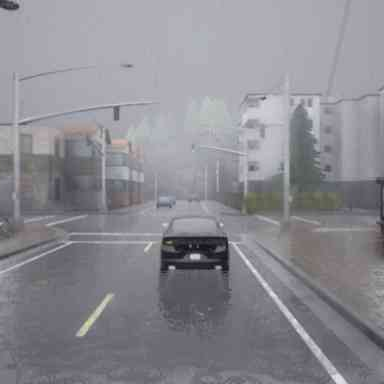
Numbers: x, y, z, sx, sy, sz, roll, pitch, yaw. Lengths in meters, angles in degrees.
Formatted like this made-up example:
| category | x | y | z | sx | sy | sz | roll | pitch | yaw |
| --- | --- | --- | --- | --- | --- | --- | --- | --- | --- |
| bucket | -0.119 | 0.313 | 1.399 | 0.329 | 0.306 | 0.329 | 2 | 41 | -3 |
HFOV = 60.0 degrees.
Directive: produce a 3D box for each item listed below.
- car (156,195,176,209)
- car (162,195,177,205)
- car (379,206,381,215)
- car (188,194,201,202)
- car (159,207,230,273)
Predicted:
| category | x | y | z | sx | sy | sz | roll | pitch | yaw |
| --- | --- | --- | --- | --- | --- | --- | --- | --- | --- |
| car | -3.597 | 1.340 | 43.966 | 1.882 | 1.535 | 5.008 | 0 | 0 | 0 |
| car | -3.576 | 1.322 | 54.317 | 2.128 | 1.511 | 4.902 | 0 | 0 | 0 |
| car | 17.199 | 1.220 | 25.742 | 5.008 | 1.535 | 1.882 | 0 | 0 | 0 |
| car | 0.489 | 1.145 | 66.271 | 2.097 | 1.767 | 4.553 | 0 | 0 | 7 |
| car | 0.045 | 1.444 | 10.667 | 1.882 | 1.535 | 5.008 | 0 | 0 | -1 |
